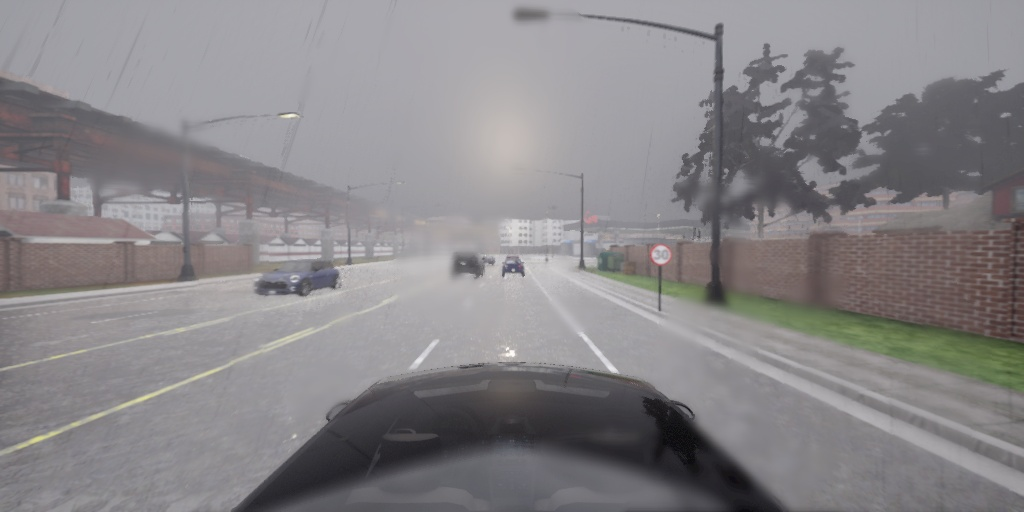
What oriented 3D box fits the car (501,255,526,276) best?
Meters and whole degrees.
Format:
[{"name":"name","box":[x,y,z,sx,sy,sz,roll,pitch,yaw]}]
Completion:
[{"name":"car","box":[0.107,0.923,31.339,1.812,1.442,4.674,0,1,0]}]

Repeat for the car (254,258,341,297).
[{"name":"car","box":[-10.567,0.986,18.052,2.097,1.767,4.553,0,1,0]}]

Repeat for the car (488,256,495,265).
[{"name":"car","box":[-3.389,0.589,50.909,1.895,1.301,4.718,0,1,0]}]

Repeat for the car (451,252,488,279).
[{"name":"car","box":[-3.394,0.680,28.368,2.150,2.045,5.566,0,1,0]}]
